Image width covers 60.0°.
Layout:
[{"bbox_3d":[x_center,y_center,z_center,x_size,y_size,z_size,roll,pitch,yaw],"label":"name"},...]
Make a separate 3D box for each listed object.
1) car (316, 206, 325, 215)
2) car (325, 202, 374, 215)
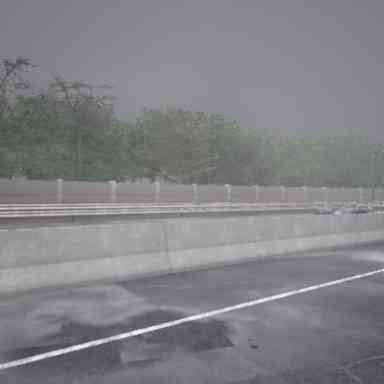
[{"bbox_3d":[15.428,1.895,35.909,4.892,1.490,1.837,1,0,-34],"label":"car"},{"bbox_3d":[15.370,1.860,31.651,4.902,1.511,2.128,1,0,-34],"label":"car"}]
